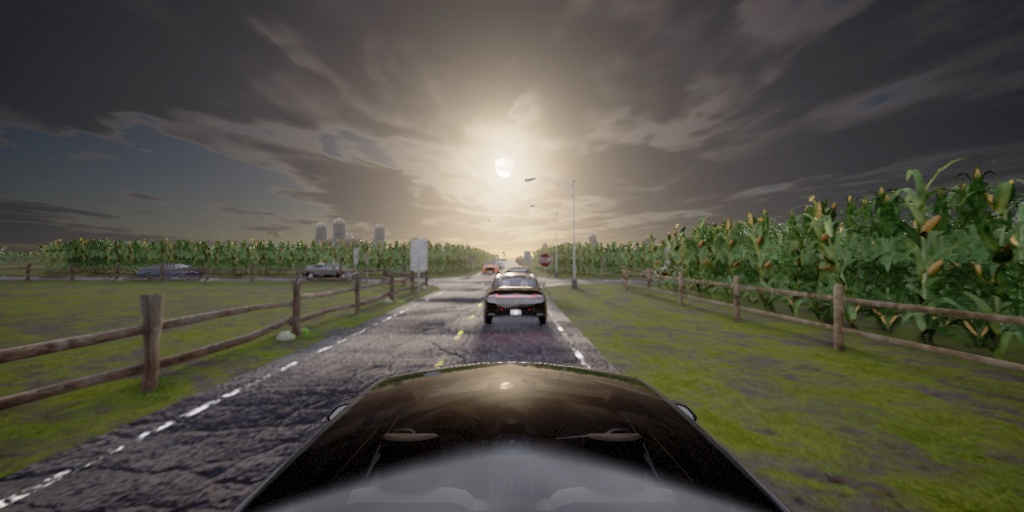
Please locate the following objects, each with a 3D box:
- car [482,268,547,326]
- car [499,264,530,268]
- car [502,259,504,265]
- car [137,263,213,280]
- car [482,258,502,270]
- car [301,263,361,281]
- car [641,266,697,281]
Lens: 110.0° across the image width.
[{"bbox_3d":[0.102,1.325,12.105,2.128,1.511,4.902,0,0,0],"label":"car"},{"bbox_3d":[0.530,1.424,23.053,1.837,1.490,4.892,0,0,6],"label":"car"},{"bbox_3d":[-2.765,1.768,64.355,2.033,1.411,5.357,0,0,0],"label":"car"},{"bbox_3d":[-29.475,1.357,31.400,5.357,1.411,2.033,0,-1,1],"label":"car"},{"bbox_3d":[-2.832,1.458,48.351,2.097,1.767,4.553,0,0,0],"label":"car"},{"bbox_3d":[-15.698,1.374,31.220,4.902,1.511,2.128,0,-1,2],"label":"car"},{"bbox_3d":[14.759,1.600,33.902,5.008,1.535,1.882,0,-1,1],"label":"car"}]
